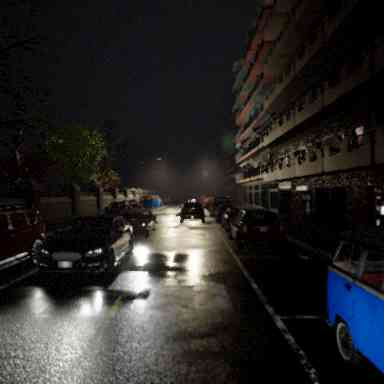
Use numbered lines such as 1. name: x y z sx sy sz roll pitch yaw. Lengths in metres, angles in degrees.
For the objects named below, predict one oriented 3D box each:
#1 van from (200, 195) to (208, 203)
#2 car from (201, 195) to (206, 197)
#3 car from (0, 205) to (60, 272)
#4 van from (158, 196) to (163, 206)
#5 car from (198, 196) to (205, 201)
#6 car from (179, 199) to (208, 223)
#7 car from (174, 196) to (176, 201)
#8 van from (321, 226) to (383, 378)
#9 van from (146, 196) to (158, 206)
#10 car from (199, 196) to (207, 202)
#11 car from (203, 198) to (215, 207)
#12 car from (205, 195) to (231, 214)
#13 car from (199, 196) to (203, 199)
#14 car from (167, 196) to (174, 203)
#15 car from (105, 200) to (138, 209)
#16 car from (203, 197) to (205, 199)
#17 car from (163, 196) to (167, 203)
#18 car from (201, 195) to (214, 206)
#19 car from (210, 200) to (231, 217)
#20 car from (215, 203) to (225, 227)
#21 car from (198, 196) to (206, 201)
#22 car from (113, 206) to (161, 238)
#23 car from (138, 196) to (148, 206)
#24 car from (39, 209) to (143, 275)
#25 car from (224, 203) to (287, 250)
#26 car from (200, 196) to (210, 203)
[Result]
1. van: 2.704 1.499 76.397 1.690 1.788 3.998 0 0 0
2. car: 2.700 1.518 48.245 1.967 1.590 4.097 0 0 0
3. car: -5.686 1.325 8.837 2.192 1.841 5.009 0 0 0
4. van: -5.680 1.420 48.247 1.690 1.788 3.998 0 0 0
5. car: 2.706 1.754 93.288 1.887 1.381 4.507 0 0 0
6. car: 0.054 1.541 26.221 1.837 1.490 4.892 0 0 0
7. car: -5.674 1.776 93.290 1.947 1.339 4.313 0 0 0
8. van: 2.694 1.344 3.205 1.690 1.788 3.998 0 0 0
9. van: -5.681 1.407 42.618 1.690 1.788 3.998 0 0 0
10. car: 2.704 1.741 82.027 1.947 1.339 4.313 0 0 0
11. car: 2.700 1.674 53.876 1.802 1.307 4.206 0 0 0
12. car: 2.698 1.358 31.356 2.192 1.841 5.009 0 0 0
13. car: 0.099 1.636 45.931 1.994 1.385 4.181 0 0 0
14. car: -5.676 1.683 76.228 1.752 1.417 4.829 0 0 0
15. car: -5.684 1.475 25.728 1.967 1.590 4.097 0 0 0
16. car: 2.699 1.610 42.616 1.887 1.381 4.507 0 0 0
17. car: -5.680 1.644 53.877 2.008 1.369 4.403 0 0 0
18. car: 2.701 1.423 59.506 2.192 1.841 5.009 0 0 0
19. car: 2.697 1.579 25.725 1.887 1.381 4.507 0 0 0
20. car: 2.695 1.576 20.095 2.008 1.369 4.403 0 0 0
21. car: 2.705 1.743 87.658 2.008 1.369 4.403 0 0 0
22. car: -2.997 1.623 17.846 1.895 1.301 4.718 0 0 0
23. car: -5.682 1.484 31.357 1.967 1.590 4.097 0 0 0
24. car: -3.077 1.505 10.542 2.128 1.511 4.902 0 0 0
25. car: 2.695 1.457 14.465 1.967 1.590 4.097 0 0 0
26. car: 2.703 1.581 70.766 1.967 1.590 4.097 0 0 0
